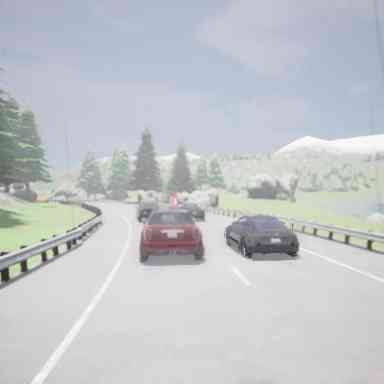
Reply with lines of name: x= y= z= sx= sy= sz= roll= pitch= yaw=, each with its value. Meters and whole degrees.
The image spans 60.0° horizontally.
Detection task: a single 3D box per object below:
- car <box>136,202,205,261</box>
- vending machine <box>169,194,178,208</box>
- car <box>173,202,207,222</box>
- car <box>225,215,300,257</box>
car: x=-0.859 y=1.398 z=12.681 sx=2.097 sy=1.767 sz=4.553 roll=0 pitch=0 yaw=-6
vending machine: x=-2.765 y=1.379 z=50.782 sx=1.100 sy=2.100 sz=0.880 roll=0 pitch=0 yaw=-24
car: x=-0.254 y=1.666 z=28.636 sx=1.994 sy=1.385 sz=4.181 roll=0 pitch=0 yaw=-14
car: x=2.600 y=1.607 z=13.218 sx=1.994 sy=1.385 sz=4.181 roll=0 pitch=0 yaw=-7
